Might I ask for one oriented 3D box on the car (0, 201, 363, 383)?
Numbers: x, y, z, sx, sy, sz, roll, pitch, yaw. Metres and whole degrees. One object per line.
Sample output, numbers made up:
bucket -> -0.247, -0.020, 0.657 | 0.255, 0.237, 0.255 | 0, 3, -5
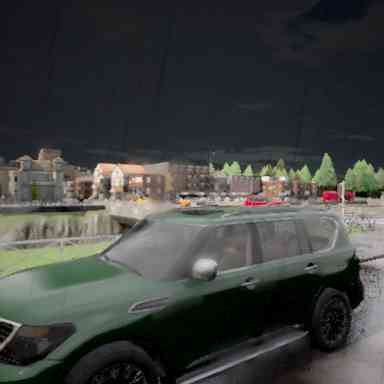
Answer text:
car -> 0.172, 1.246, 4.724 | 5.566, 2.045, 2.150 | 1, 0, -35

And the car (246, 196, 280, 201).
car -> 8.106, 1.467, 36.145 | 2.150, 2.045, 5.566 | 1, 0, -36

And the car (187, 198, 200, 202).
car -> 1.733, 1.847, 45.036 | 1.895, 1.301, 4.718 | 1, 0, -36

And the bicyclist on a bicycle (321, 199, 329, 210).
bicyclist on a bicycle -> 15.859, 1.669, 39.742 | 1.656, 1.620, 0.582 | 0, 0, -36

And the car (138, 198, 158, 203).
car -> -7.746, 1.729, 58.421 | 1.882, 1.535, 5.008 | 1, -1, -35

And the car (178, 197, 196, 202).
car -> -0.488, 1.636, 55.339 | 2.097, 1.767, 4.553 | 1, 0, -36
